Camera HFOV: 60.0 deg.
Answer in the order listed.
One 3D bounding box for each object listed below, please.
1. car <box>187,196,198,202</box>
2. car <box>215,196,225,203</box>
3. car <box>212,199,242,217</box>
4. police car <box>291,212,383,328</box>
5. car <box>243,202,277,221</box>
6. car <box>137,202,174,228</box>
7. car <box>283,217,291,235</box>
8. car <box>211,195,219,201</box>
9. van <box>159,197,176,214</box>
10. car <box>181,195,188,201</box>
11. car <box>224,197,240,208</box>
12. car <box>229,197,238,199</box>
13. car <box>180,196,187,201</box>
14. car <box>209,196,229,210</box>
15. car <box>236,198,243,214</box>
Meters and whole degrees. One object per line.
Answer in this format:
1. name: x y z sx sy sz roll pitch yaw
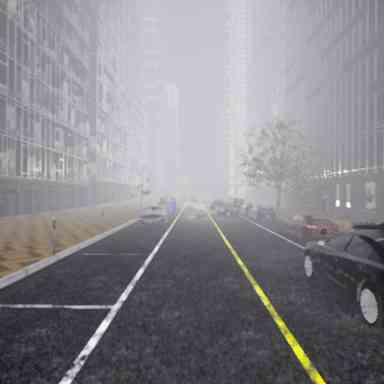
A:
1. car: 0.525 1.663 75.184 1.895 1.301 4.718 0 0 0
2. car: 6.205 1.642 73.426 1.887 1.381 4.507 0 0 0
3. car: 3.256 1.672 31.634 1.895 1.301 4.718 0 0 1
4. police car: 3.939 1.463 7.183 1.930 1.638 5.238 0 0 0
5. car: 5.877 1.634 27.887 2.008 1.369 4.403 0 0 0
6. car: -2.544 1.576 22.259 2.008 1.369 4.403 0 0 0
7. car: 5.795 1.648 16.502 1.802 1.307 4.206 0 0 0
8. car: 6.327 1.653 90.502 1.947 1.339 4.313 1 0 0
9. van: -2.461 1.379 33.644 1.690 1.788 3.998 0 0 0
10. car: -2.053 1.619 90.570 1.802 1.307 4.206 0 0 0
11. car: 6.041 1.536 50.656 1.967 1.590 4.097 0 0 0
12. car: 6.001 1.534 44.964 1.967 1.590 4.097 0 0 0
13. car: -2.093 1.586 84.877 1.887 1.381 4.507 0 0 0
14. car: 3.308 1.641 43.223 1.994 1.385 4.181 0 0 1
15. car: 5.918 1.639 33.579 2.008 1.369 4.403 0 0 0
